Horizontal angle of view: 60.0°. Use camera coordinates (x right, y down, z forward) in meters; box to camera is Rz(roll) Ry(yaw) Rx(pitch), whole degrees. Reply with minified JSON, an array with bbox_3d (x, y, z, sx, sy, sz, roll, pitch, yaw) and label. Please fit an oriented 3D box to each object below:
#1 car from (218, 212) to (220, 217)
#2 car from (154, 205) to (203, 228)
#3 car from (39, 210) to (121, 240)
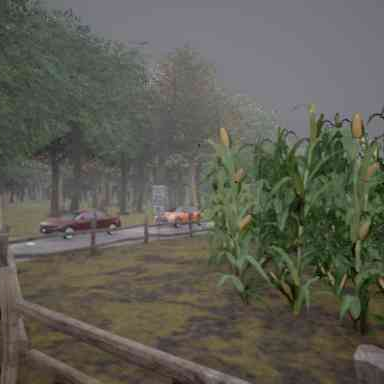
[{"bbox_3d":[4.384,2.262,34.838,1.882,1.535,5.008,0,-1,36],"label":"car"},{"bbox_3d":[-1.047,1.916,27.266,2.097,1.767,4.553,0,-1,36],"label":"car"},{"bbox_3d":[-6.434,1.820,19.652,1.882,1.535,5.008,0,-1,34],"label":"car"}]
